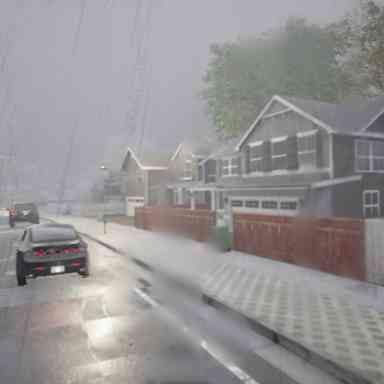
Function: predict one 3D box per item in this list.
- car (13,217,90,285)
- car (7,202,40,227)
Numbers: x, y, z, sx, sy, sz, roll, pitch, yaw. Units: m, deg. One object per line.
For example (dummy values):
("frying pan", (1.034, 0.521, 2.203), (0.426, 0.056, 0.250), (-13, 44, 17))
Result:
("car", (-4.476, 1.741, 10.495), (1.837, 1.490, 4.892), (-1, -1, -27))
("car", (-14.754, 1.895, 29.088), (2.150, 2.045, 5.566), (-1, -1, -31))
